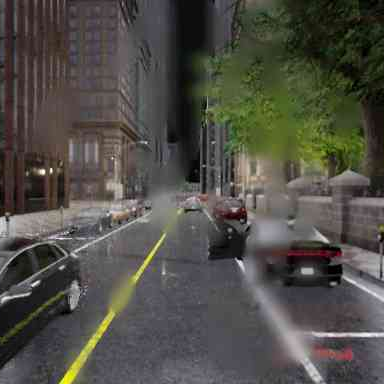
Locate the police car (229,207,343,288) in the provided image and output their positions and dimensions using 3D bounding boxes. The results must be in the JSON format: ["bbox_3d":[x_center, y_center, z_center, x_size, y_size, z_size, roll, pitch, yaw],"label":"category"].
[{"bbox_3d":[2.395,1.439,9.455,1.930,1.638,5.238,0,0,0],"label":"police car"}]

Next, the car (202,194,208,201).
[{"bbox_3d":[2.996,1.361,73.313,2.192,1.841,5.009,0,0,0],"label":"car"}]

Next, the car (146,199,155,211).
[{"bbox_3d":[-5.631,1.595,41.233,1.947,1.339,4.313,0,0,0],"label":"car"}]

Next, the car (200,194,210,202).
[{"bbox_3d":[3.014,1.367,78.754,2.192,1.841,5.009,0,0,0],"label":"car"}]

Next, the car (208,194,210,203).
[{"bbox_3d":[2.859,1.345,30.169,2.192,1.841,5.009,0,0,0],"label":"car"}]

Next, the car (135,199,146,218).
[{"bbox_3d":[-5.667,1.470,30.186,1.967,1.590,4.097,0,0,0],"label":"car"}]

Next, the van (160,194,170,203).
[{"bbox_3d":[-5.546,1.381,67.891,1.690,1.788,3.998,0,0,0],"label":"van"}]

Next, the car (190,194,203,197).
[{"bbox_3d":[0.204,1.511,48.089,1.882,1.535,5.008,0,0,1],"label":"car"}]

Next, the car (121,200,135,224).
[{"bbox_3d":[-5.685,1.553,24.491,1.752,1.417,4.829,0,0,0],"label":"car"}]

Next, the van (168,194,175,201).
[{"bbox_3d":[-5.477,1.408,89.655,1.690,1.788,3.998,0,0,0],"label":"van"}]

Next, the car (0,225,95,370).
[{"bbox_3d":[-3.087,1.512,4.782,1.837,1.490,4.892,0,0,0],"label":"car"}]

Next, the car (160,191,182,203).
[{"bbox_3d":[-2.857,0.869,45.459,2.150,2.045,5.566,0,0,0],"label":"car"}]

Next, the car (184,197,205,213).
[{"bbox_3d":[0.180,1.593,36.886,1.994,1.385,4.181,0,0,1],"label":"car"}]

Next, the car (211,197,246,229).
[{"bbox_3d":[2.841,1.343,24.644,2.192,1.841,5.009,0,0,0],"label":"car"}]

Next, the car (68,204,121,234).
[{"bbox_3d":[-5.703,1.575,19.137,2.008,1.369,4.403,0,0,0],"label":"car"}]

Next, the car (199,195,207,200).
[{"bbox_3d":[3.066,1.626,95.076,2.008,1.369,4.403,0,0,0],"label":"car"}]
